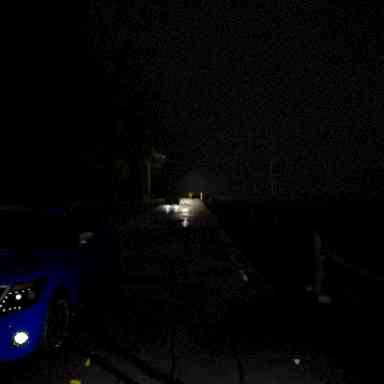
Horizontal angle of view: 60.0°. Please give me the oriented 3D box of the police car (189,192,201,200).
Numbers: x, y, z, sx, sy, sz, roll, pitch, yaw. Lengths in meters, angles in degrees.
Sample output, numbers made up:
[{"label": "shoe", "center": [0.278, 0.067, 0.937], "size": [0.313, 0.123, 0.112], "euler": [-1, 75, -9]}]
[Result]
[{"label": "police car", "center": [0.958, 0.926, 75.400], "size": [1.930, 1.638, 5.238], "euler": [0, 0, 0]}]

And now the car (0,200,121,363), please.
[{"label": "car", "center": [-2.850, 1.216, 6.296], "size": [2.150, 2.045, 5.566], "euler": [0, 0, 0]}]

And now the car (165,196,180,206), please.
[{"label": "car", "center": [-2.833, 1.271, 48.304], "size": [1.994, 1.385, 4.181], "euler": [0, 0, 0]}]
